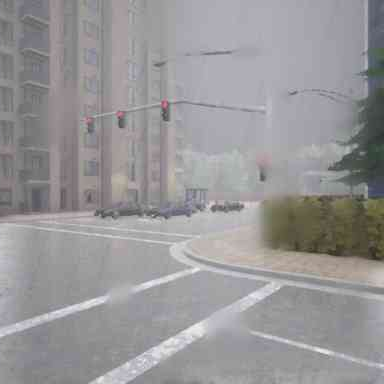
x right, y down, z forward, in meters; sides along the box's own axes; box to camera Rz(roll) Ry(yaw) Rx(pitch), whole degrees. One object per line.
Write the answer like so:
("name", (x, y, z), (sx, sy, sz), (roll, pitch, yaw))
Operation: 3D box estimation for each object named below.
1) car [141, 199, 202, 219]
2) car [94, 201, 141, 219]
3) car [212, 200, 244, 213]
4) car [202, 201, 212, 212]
("car", (-1.677, 1.547, 29.435), (2.033, 1.411, 5.357), (0, 0, 36))
("car", (-6.012, 1.547, 29.424), (2.033, 1.411, 5.357), (0, 0, 36))
("car", (3.970, 1.601, 37.183), (1.895, 1.301, 4.718), (0, 0, 36))
("car", (-0.329, 1.492, 37.228), (2.128, 1.511, 4.902), (0, 0, 36))
